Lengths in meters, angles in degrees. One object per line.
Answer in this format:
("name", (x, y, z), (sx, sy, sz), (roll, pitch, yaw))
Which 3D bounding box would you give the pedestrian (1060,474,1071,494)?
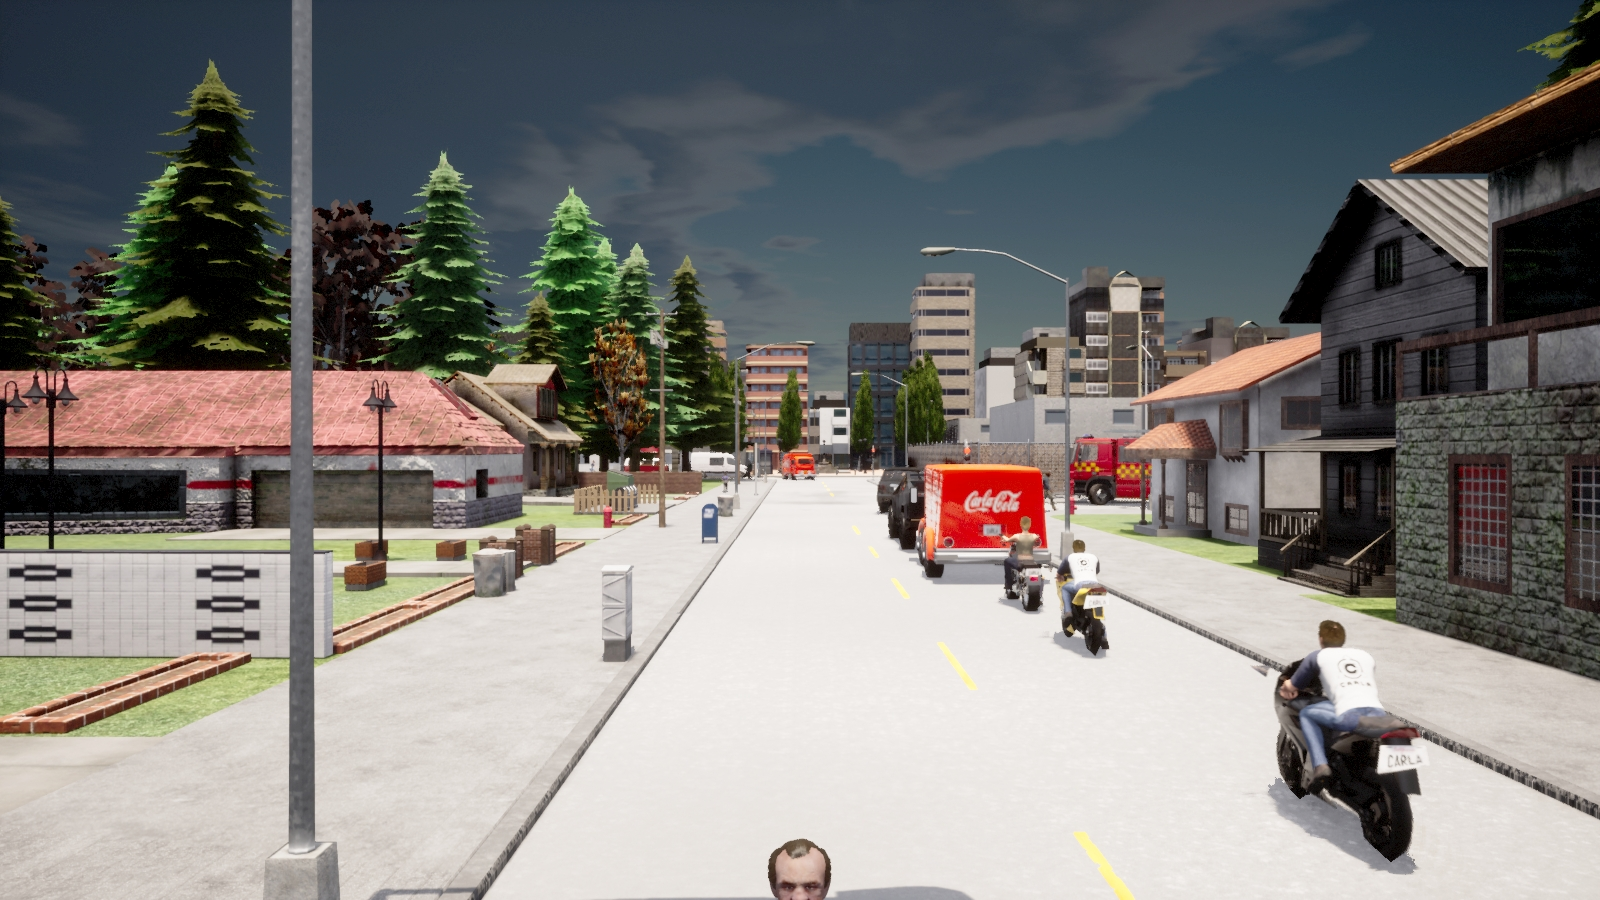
("pedestrian", (14.720, 1.896, 63.236), (0.500, 1.100, 0.500), (0, 0, 1))

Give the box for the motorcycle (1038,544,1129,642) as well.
("motorcycle", (3.995, 1.993, 16.270), (0.803, 1.145, 2.033), (0, 0, 0))

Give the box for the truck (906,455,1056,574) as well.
("truck", (3.998, 1.347, 26.317), (2.627, 2.467, 5.204), (0, 0, 0))

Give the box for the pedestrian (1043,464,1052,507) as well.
("pedestrian", (10.708, 1.525, 49.392), (0.375, 1.860, 0.375), (0, 0, 16))

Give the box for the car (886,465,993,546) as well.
("car", (3.989, 1.534, 33.871), (2.390, 2.098, 6.274), (0, 0, 0))

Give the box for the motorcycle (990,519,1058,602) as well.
("motorcycle", (3.997, 1.950, 20.606), (0.764, 1.277, 2.356), (0, 0, 0))

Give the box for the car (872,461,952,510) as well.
("car", (5.183, 1.561, 51.981), (2.150, 2.045, 5.566), (0, 0, 22))

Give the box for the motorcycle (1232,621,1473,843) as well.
("motorcycle", (3.999, 1.993, 8.489), (0.803, 1.145, 2.033), (0, 0, 0))

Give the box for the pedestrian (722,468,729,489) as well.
("pedestrian", (-4.736, 1.803, 72.793), (0.375, 1.300, 0.375), (0, 0, 3))
